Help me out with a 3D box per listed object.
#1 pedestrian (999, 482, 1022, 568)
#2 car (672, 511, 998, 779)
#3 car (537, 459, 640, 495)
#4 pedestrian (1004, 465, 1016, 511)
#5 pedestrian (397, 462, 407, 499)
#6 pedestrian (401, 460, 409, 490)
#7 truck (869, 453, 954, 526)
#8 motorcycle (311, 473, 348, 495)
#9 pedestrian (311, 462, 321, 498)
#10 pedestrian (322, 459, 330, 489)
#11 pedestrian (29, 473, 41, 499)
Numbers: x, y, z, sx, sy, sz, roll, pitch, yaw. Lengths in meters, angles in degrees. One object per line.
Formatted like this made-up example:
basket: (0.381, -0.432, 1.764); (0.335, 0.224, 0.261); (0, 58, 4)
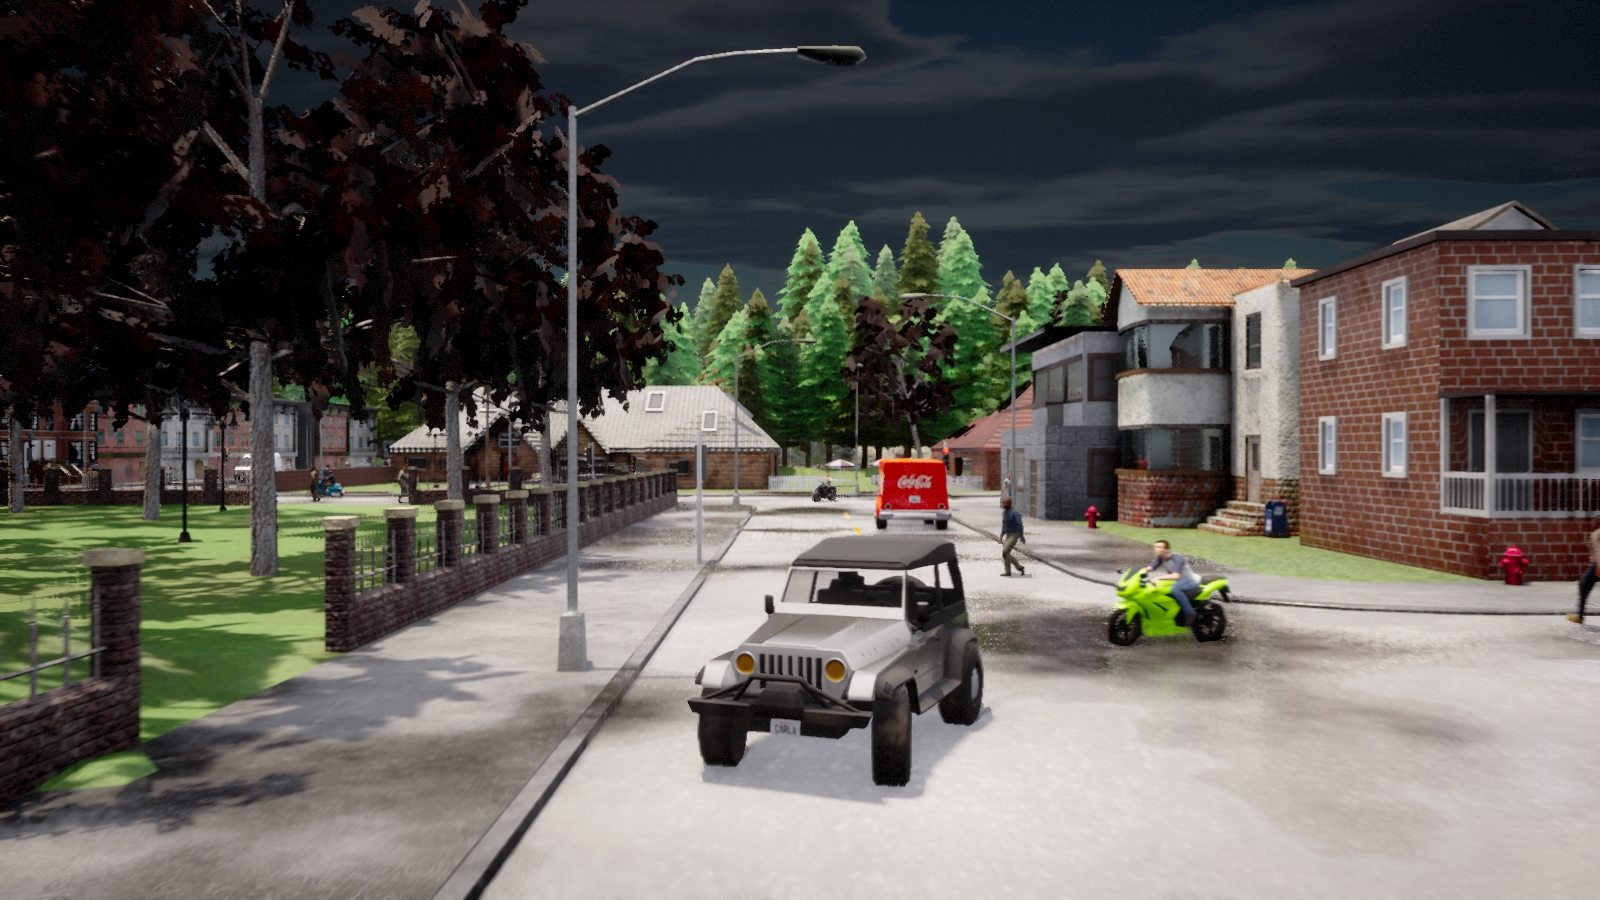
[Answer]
pedestrian: (4.622, 1.629, 25.057); (0.375, 1.860, 0.375); (0, 0, -16)
car: (0.539, 1.637, 11.080); (1.905, 1.878, 3.866); (0, 0, 22)
car: (-12.294, 1.558, 66.635); (5.566, 2.045, 2.150); (0, 0, 0)
pedestrian: (8.396, 1.518, 45.713); (0.375, 1.860, 0.375); (0, 0, -6)
pedestrian: (-19.955, 1.526, 57.334); (0.375, 1.860, 0.375); (0, 0, -2)
pedestrian: (-24.401, 1.524, 70.587); (0.375, 1.860, 0.375); (0, 0, -8)
truck: (3.968, 1.350, 41.641); (2.627, 2.467, 5.204); (0, 0, 1)
motorcycle: (-27.460, 1.963, 66.635); (1.805, 1.236, 0.856); (0, 0, 0)
pedestrian: (-24.811, 1.524, 58.544); (0.375, 1.860, 0.375); (0, 0, -2)
pedestrian: (-29.910, 1.518, 72.142); (0.375, 1.860, 0.375); (0, 0, -9)
pedestrian: (-38.407, 1.806, 57.378); (0.375, 1.300, 0.375); (0, 0, -2)
